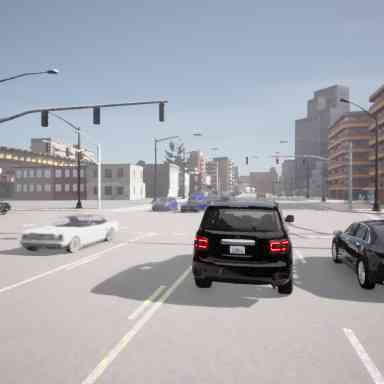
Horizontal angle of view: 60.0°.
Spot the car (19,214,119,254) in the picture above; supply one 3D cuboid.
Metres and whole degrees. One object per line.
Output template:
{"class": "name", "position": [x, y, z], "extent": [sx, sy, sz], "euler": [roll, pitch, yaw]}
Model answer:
{"class": "car", "position": [-4.800, 1.601, 13.738], "extent": [1.895, 1.301, 4.718], "euler": [0, 0, 12]}

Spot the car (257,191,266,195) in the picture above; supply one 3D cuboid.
{"class": "car", "position": [16.935, 0.607, 81.467], "extent": [2.097, 1.767, 4.553], "euler": [0, 1, 12]}

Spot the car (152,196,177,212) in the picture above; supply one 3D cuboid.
{"class": "car", "position": [-2.945, 1.299, 37.294], "extent": [2.097, 1.767, 4.553], "euler": [0, 0, 12]}

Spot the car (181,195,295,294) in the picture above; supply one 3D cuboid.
{"class": "car", "position": [1.566, 1.221, 9.093], "extent": [2.150, 2.045, 5.566], "euler": [0, 0, 15]}

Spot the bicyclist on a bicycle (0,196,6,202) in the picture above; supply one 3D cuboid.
{"class": "bicyclist on a bicycle", "position": [-23.709, 1.303, 41.577], "extent": [0.582, 1.620, 1.656], "euler": [0, 0, 10]}

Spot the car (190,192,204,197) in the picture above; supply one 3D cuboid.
{"class": "car", "position": [0.945, 0.969, 56.068], "extent": [2.150, 2.045, 5.566], "euler": [0, 1, 11]}

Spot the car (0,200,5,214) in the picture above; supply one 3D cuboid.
{"class": "car", "position": [-19.644, 1.352, 29.669], "extent": [4.553, 1.767, 2.097], "euler": [0, 0, 10]}

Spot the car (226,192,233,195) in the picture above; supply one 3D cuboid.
{"class": "car", "position": [6.425, 1.171, 65.143], "extent": [1.895, 1.301, 4.718], "euler": [0, 1, 12]}

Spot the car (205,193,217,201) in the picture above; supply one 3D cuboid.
{"class": "car", "position": [4.126, 0.973, 71.214], "extent": [1.837, 1.490, 4.892], "euler": [0, 1, 12]}

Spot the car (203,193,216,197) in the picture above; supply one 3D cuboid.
{"class": "car", "position": [3.300, 1.330, 50.143], "extent": [1.837, 1.490, 4.892], "euler": [0, 1, 12]}

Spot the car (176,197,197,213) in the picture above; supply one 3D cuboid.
{"class": "car", "position": [0.122, 1.555, 34.980], "extent": [1.895, 1.301, 4.718], "euler": [0, 0, 13]}

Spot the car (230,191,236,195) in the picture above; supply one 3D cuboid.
{"class": "car", "position": [9.447, 0.642, 79.786], "extent": [1.837, 1.490, 4.892], "euler": [0, 1, 12]}

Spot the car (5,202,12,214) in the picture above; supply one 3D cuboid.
{"class": "car", "position": [-20.752, 1.491, 33.571], "extent": [4.902, 1.511, 2.128], "euler": [0, 0, 11]}

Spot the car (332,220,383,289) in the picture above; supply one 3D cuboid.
{"class": "car", "position": [5.127, 1.505, 8.962], "extent": [1.837, 1.490, 4.892], "euler": [0, 0, 11]}
